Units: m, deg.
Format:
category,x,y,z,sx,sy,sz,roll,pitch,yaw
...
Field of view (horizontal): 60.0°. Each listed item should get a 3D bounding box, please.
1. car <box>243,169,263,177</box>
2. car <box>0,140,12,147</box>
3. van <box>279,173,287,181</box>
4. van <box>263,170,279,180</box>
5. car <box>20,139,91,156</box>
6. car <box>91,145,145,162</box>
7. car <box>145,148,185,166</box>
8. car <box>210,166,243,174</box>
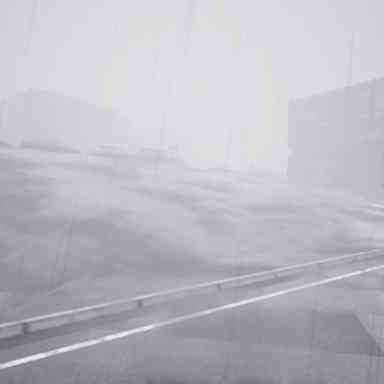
category,x,y,z,sx,sy,sz,roll,pitch,yaw
car,7.647,-2.381,47.229,2.002,1.452,4.674,1,-2,40
car,-15.004,-3.455,22.935,4.674,1.452,2.002,2,-1,-43
van,14.627,-2.110,56.000,1.878,1.987,4.442,1,-2,38
van,11.239,-2.386,51.627,1.878,1.987,4.442,1,-2,39
car,-11.102,-3.369,26.698,4.892,1.521,2.231,2,-1,-44
car,-7.133,-3.347,30.701,2.185,1.767,4.553,0,-1,45
car,-3.255,-3.303,34.757,2.435,2.045,5.566,0,-1,44
car,4.082,-2.613,42.991,2.002,1.452,4.674,1,-2,41
